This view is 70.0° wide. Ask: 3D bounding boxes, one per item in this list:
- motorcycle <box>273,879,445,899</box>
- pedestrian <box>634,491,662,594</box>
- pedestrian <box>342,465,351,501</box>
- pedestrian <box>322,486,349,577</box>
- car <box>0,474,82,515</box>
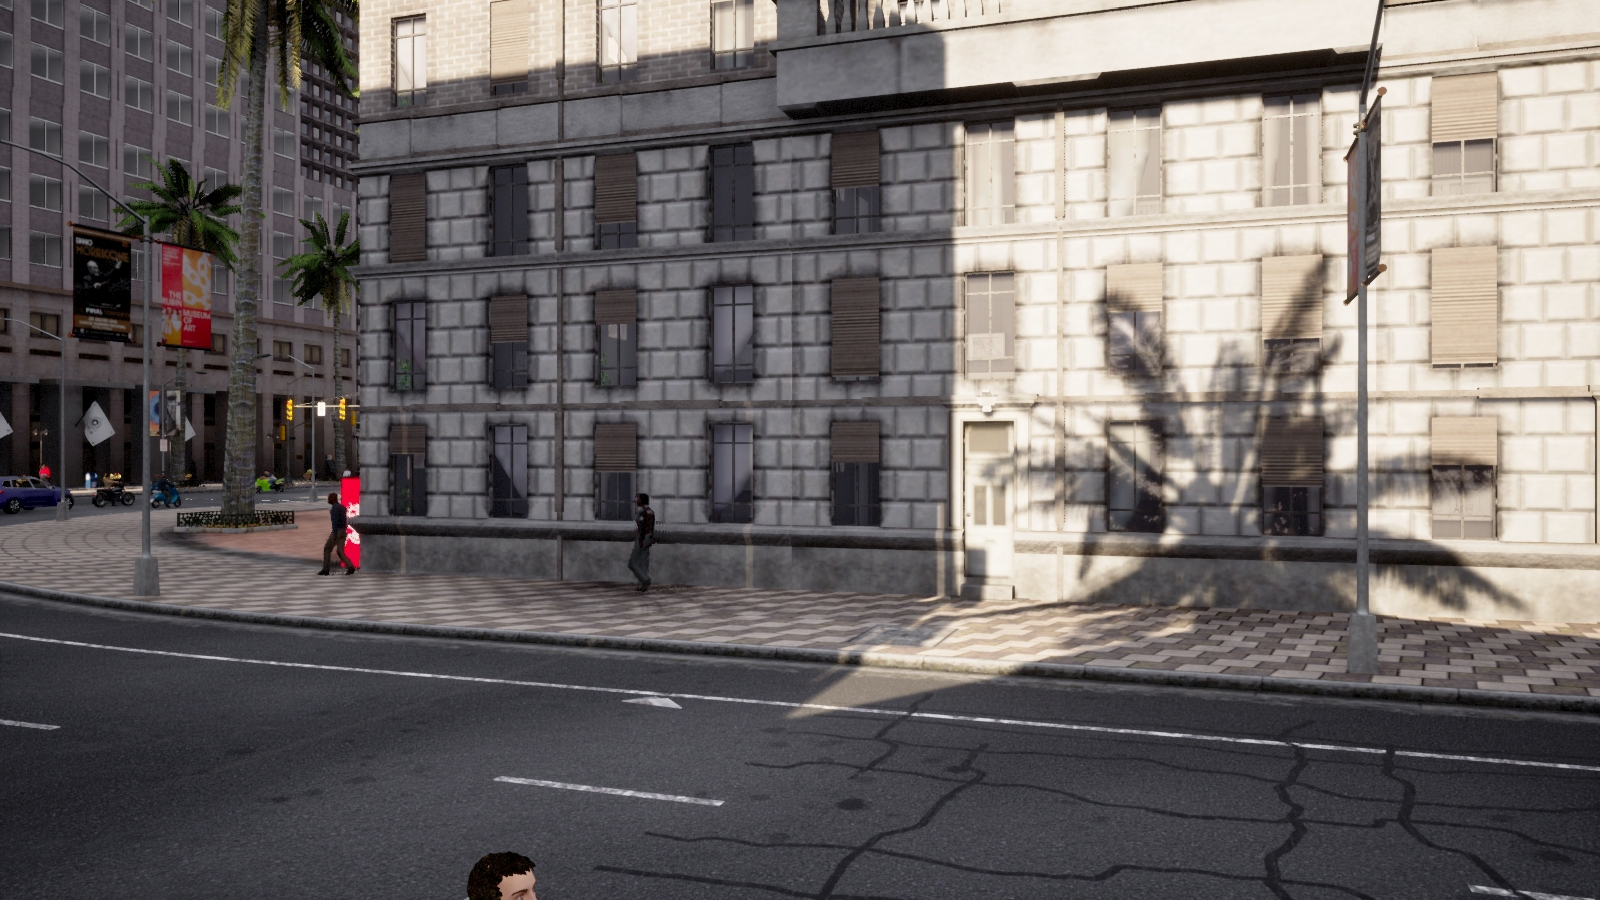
[{"bbox_3d":[-1.030,2.213,3.640,2.033,1.145,0.803,0,0,20],"label":"motorcycle"},{"bbox_3d":[-2.803,1.696,21.075,0.375,1.860,0.375,0,0,24],"label":"pedestrian"},{"bbox_3d":[-23.276,1.696,58.618,0.375,1.860,0.375,0,0,-16],"label":"pedestrian"},{"bbox_3d":[-9.668,1.696,23.789,0.375,1.860,0.375,0,0,19],"label":"pedestrian"},{"bbox_3d":[-35.215,1.968,51.598,2.242,1.667,4.611,0,0,9],"label":"car"}]
